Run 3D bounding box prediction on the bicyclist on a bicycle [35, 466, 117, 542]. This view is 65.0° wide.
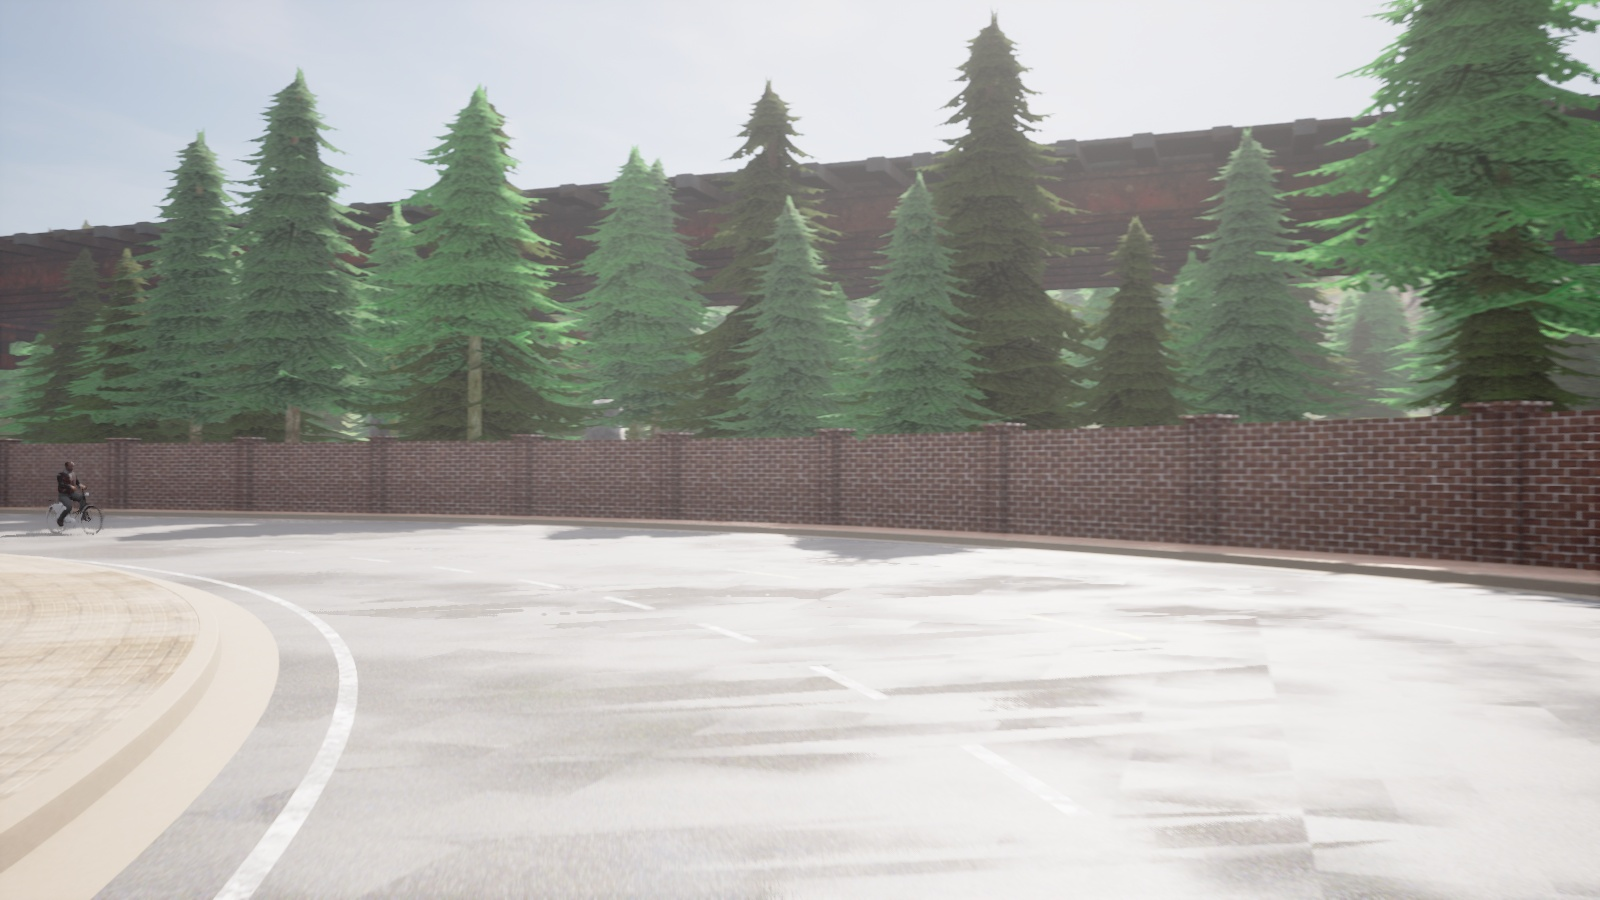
[{"bbox_3d":[-17.245,1.278,29.903,1.843,1.776,0.659,-1,-1,21],"label":"bicyclist on a bicycle"}]
